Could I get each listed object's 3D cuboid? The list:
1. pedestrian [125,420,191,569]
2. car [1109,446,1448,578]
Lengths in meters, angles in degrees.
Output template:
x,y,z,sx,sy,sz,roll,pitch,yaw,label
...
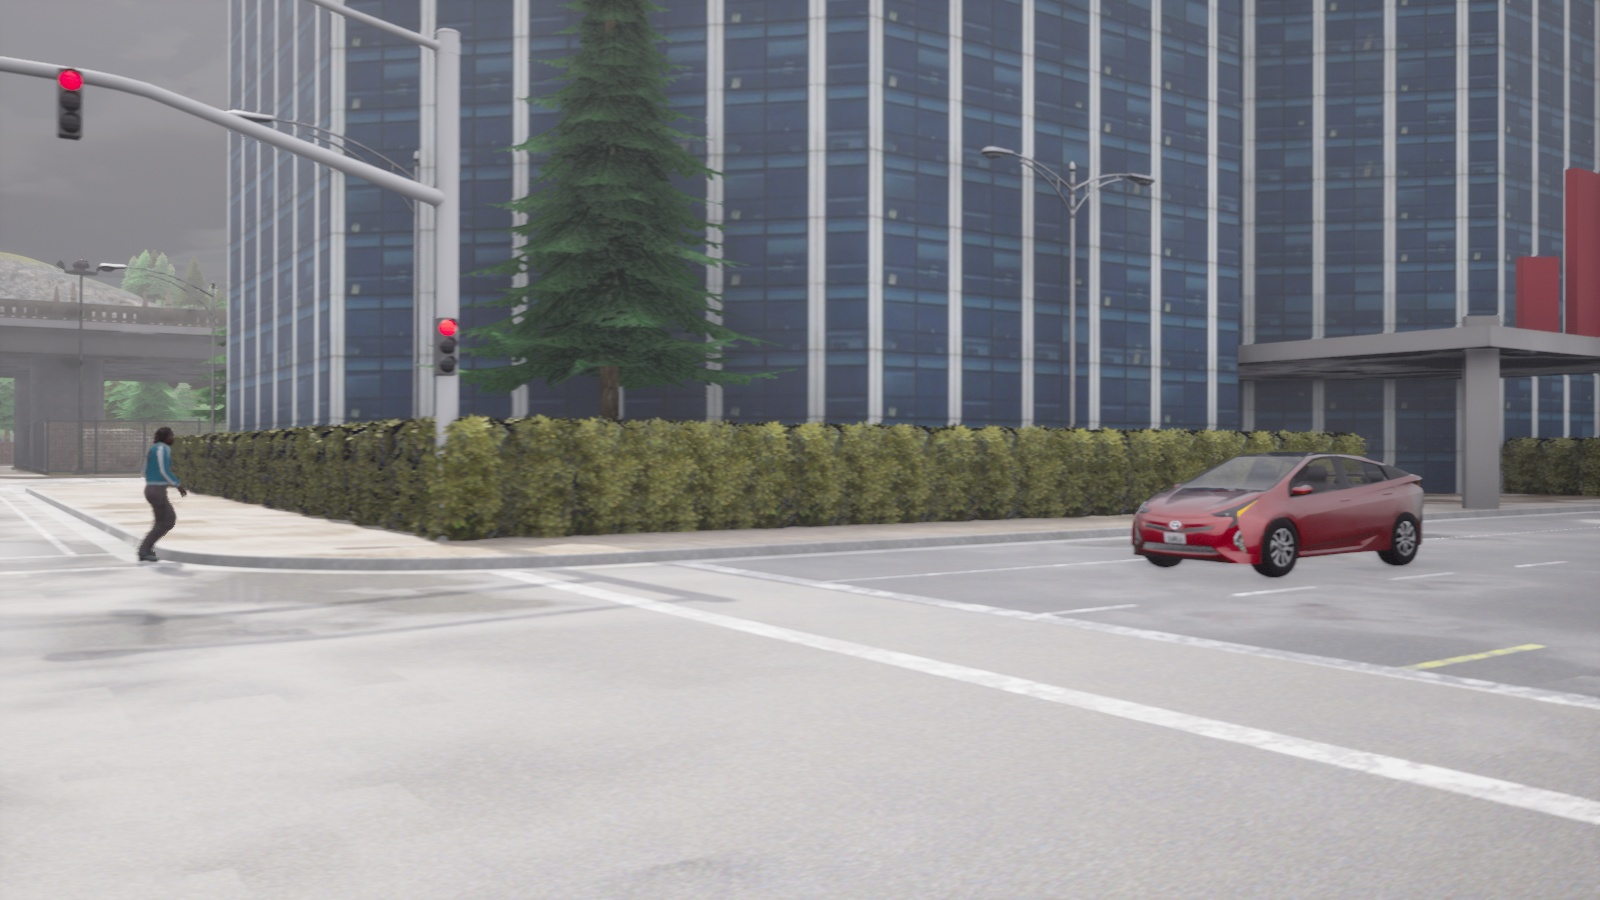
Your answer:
x,y,z,sx,sy,sz,roll,pitch,yaw,label
-8.497,0.572,16.617,0.692,1.930,0.396,0,0,-43,pedestrian
6.404,0.719,16.645,4.514,1.525,2.007,0,0,-35,car
